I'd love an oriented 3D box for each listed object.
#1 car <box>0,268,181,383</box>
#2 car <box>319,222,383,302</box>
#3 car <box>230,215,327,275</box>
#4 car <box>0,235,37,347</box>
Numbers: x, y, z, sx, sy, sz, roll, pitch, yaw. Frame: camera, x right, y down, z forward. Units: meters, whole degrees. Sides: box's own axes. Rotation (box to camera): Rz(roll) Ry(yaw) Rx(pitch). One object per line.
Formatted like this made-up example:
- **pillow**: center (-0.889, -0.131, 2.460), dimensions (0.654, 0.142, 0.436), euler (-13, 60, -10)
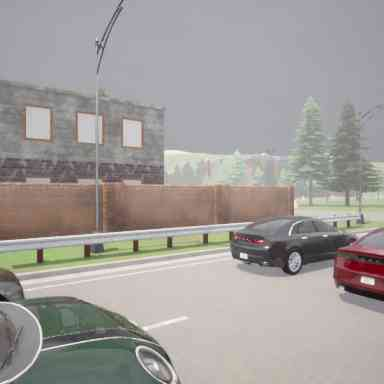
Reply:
- **car**: center (-2.256, 1.352, 2.137), dimensions (4.553, 1.767, 2.097), euler (0, 0, -35)
- **car**: center (5.258, 1.478, 7.543), dimensions (5.008, 1.535, 1.882), euler (0, 0, -35)
- **car**: center (3.400, 1.505, 10.515), dimensions (4.892, 1.490, 1.837), euler (0, 0, -35)
- **car**: center (-4.673, 1.564, 4.712), dimensions (4.181, 1.385, 1.994), euler (0, 0, -36)
